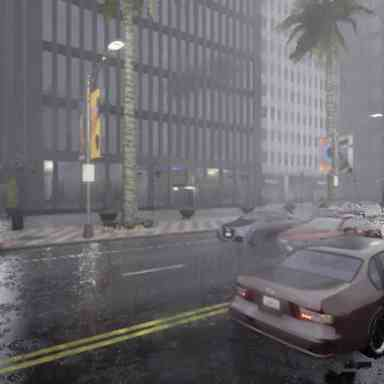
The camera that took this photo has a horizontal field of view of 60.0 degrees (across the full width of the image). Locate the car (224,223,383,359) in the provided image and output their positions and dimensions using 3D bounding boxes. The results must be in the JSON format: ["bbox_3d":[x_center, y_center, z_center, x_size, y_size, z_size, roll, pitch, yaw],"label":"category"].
[{"bbox_3d":[3.120,1.539,5.970,5.357,1.411,2.033,0,0,-35],"label":"car"}]

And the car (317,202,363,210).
[{"bbox_3d":[10.422,1.450,23.686,4.892,1.521,2.231,0,0,-35],"label":"car"}]

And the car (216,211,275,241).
[{"bbox_3d":[3.113,1.549,14.806,4.181,1.385,1.994,0,0,-35],"label":"car"}]

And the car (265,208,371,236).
[{"bbox_3d":[4.977,1.510,11.838,4.674,1.442,1.812,0,0,-35],"label":"car"}]
